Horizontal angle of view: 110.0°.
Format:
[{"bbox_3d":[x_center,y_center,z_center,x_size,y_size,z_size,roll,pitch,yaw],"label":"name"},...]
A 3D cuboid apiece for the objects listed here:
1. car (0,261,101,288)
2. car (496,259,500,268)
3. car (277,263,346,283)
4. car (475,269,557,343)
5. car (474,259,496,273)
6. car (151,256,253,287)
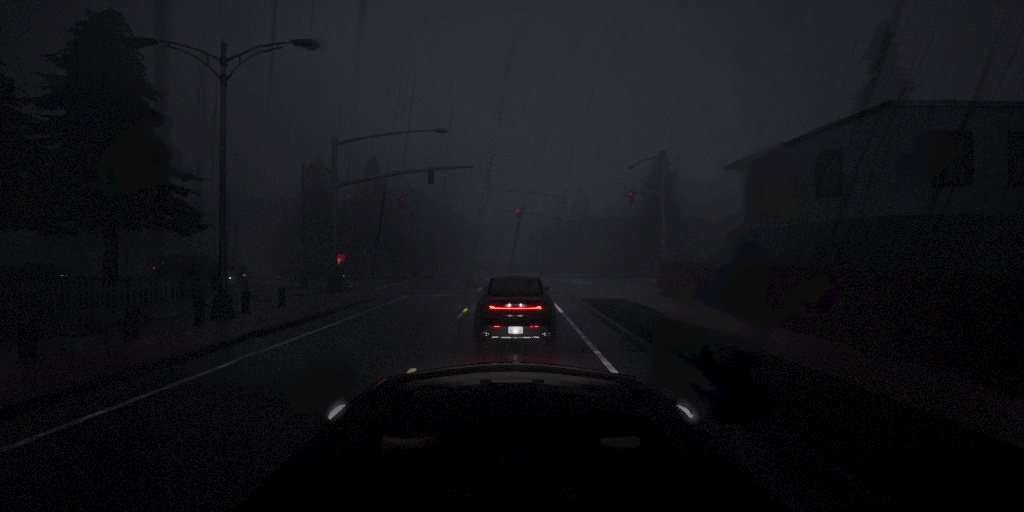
[{"bbox_3d":[-31.102,1.257,23.733,4.902,1.511,2.128,0,0,-1],"label":"car"},{"bbox_3d":[-3.460,1.242,57.513,2.128,1.511,4.902,0,0,0],"label":"car"},{"bbox_3d":[-15.466,1.270,27.740,4.892,1.490,1.837,0,1,-1],"label":"car"},{"bbox_3d":[0.093,1.255,9.698,1.837,1.490,4.892,0,0,0],"label":"car"},{"bbox_3d":[-3.503,1.297,44.414,2.033,1.411,5.357,0,0,0],"label":"car"},{"bbox_3d":[-20.664,0.987,24.009,5.566,2.045,2.150,0,0,-1],"label":"car"}]
